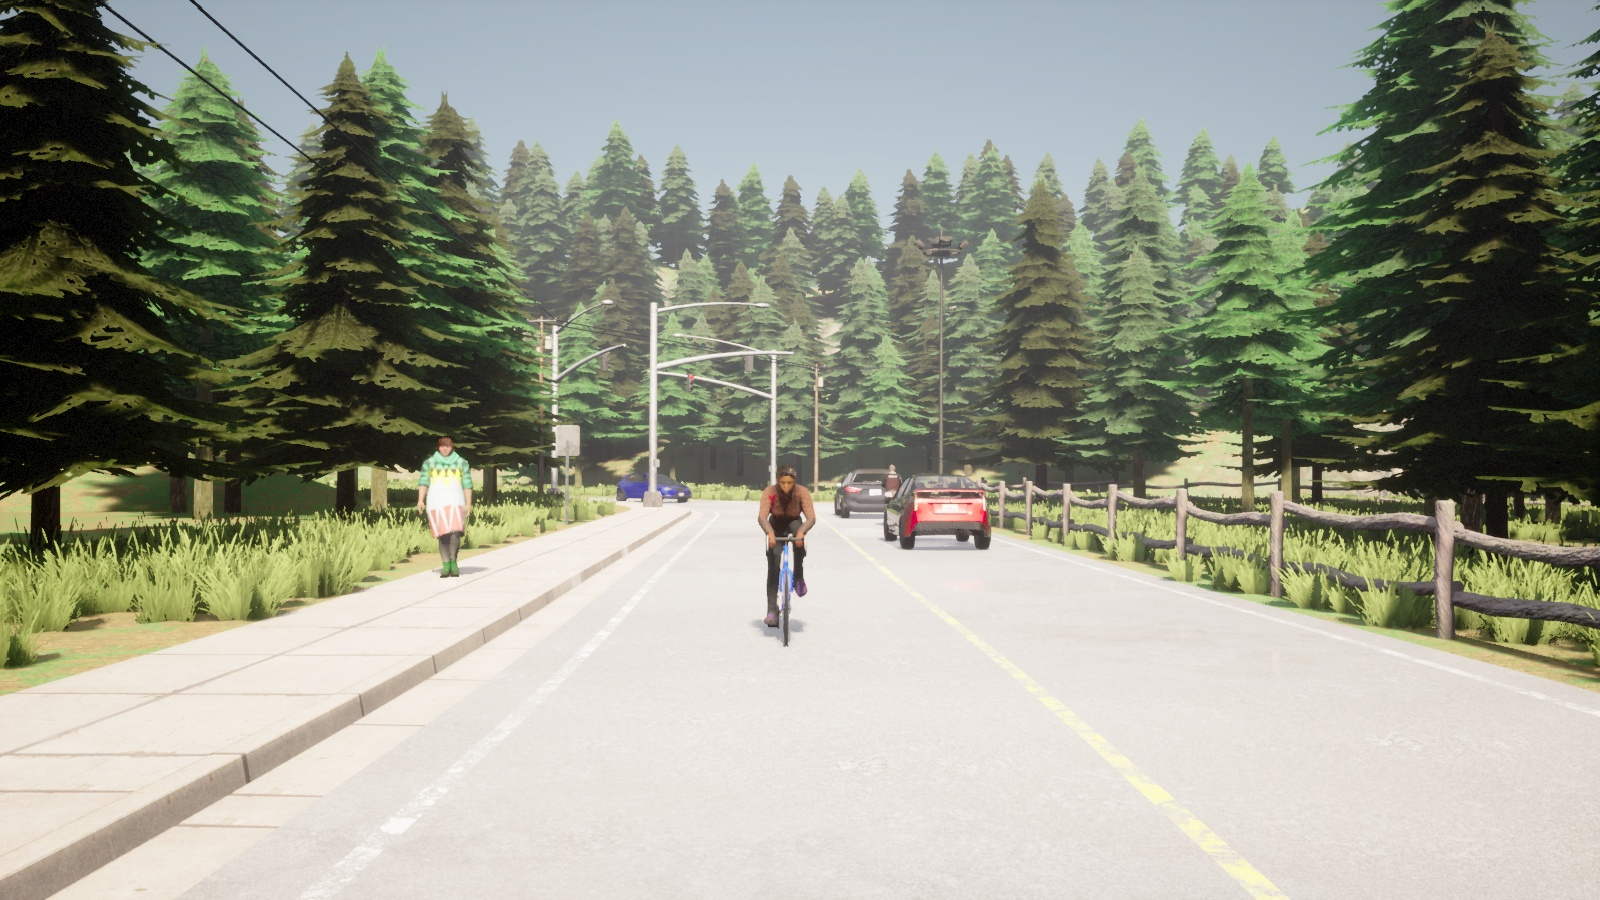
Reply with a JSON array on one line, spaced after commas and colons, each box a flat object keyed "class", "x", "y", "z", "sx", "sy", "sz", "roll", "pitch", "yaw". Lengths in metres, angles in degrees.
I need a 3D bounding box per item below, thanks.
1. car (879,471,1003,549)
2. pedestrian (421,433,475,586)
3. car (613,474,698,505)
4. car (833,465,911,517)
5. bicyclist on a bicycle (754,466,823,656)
[{"class": "car", "x": 2.901, "y": 1.207, "z": 26.798, "sx": 2.007, "sy": 1.525, "sz": 4.514, "roll": 0, "pitch": -1, "yaw": -2}, {"class": "pedestrian", "x": -4.626, "y": 0.769, "z": 16.534, "sx": 0.659, "sy": 1.952, "sz": 0.873, "roll": 0, "pitch": -1, "yaw": -15}, {"class": "car", "x": -7.008, "y": 1.879, "z": 60.572, "sx": 4.193, "sy": 1.474, "sz": 1.816, "roll": -1, "pitch": -1, "yaw": 44}, {"class": "car", "x": 2.401, "y": 1.381, "z": 43.205, "sx": 2.242, "sy": 1.667, "sz": 4.611, "roll": 0, "pitch": -1, "yaw": -2}, {"class": "bicyclist on a bicycle", "x": -0.122, "y": 0.964, "z": 11.623, "sx": 0.582, "sy": 1.620, "sz": 1.656, "roll": 0, "pitch": -1, "yaw": -1}]
